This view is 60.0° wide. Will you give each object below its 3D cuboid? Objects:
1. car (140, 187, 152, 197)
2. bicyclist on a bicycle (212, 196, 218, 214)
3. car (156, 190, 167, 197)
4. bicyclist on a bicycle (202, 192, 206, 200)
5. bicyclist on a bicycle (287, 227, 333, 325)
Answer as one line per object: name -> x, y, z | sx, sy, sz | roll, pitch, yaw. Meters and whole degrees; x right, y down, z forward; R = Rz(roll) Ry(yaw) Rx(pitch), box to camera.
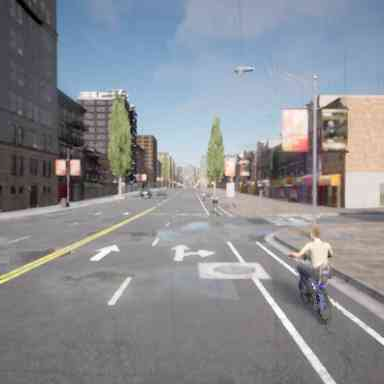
car -> -9.752, 0.042, 71.147 | 2.150, 2.045, 5.566 | 0, 1, 0
bicyclist on a bicycle -> 2.252, 1.283, 32.708 | 0.659, 1.776, 1.843 | 0, 1, 0
car -> -6.502, 0.369, 71.184 | 1.994, 1.385, 4.181 | 0, 1, 0
bicyclist on a bicycle -> 2.276, 0.834, 62.105 | 0.866, 1.612, 1.509 | 0, 1, 0
bicyclist on a bicycle -> 2.236, 1.433, 6.113 | 0.866, 1.612, 1.509 | 0, 0, 0
